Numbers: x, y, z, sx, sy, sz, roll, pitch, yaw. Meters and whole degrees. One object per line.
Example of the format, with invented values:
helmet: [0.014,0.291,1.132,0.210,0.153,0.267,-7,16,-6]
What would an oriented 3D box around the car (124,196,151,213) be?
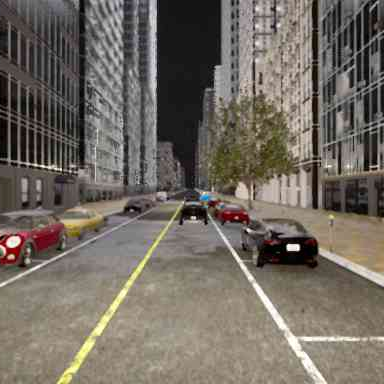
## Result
car: [-5.687,1.353,33.643,1.947,1.339,4.313,1,0,0]

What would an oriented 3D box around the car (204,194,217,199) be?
car: [2.693,1.294,39.295,1.887,1.381,4.507,1,0,0]

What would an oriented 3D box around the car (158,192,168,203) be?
car: [-5.688,1.064,56.343,1.967,1.590,4.097,1,0,0]

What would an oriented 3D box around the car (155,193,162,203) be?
car: [-5.688,1.259,44.995,2.008,1.369,4.403,1,0,0]

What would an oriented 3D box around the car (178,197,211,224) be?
car: [0.100,1.361,23.300,1.837,1.490,4.892,0,0,0]

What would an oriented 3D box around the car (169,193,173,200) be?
car: [-5.692,1.058,73.370,1.947,1.339,4.313,1,0,0]

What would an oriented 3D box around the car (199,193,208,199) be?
car: [2.688,1.013,79.016,1.947,1.339,4.313,1,0,0]

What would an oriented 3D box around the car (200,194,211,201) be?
car: [2.689,1.088,67.668,2.008,1.369,4.403,1,0,0]

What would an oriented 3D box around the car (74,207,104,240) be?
car: [-5.685,1.424,16.447,1.752,1.417,4.829,1,0,0]

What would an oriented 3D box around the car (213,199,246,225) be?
car: [2.695,1.407,22.274,1.887,1.381,4.507,1,0,0]

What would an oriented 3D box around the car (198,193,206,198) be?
car: [2.687,0.910,89.714,2.008,1.369,4.403,1,0,0]

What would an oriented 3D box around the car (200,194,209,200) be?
car: [2.688,1.074,73.343,1.802,1.307,4.206,1,0,0]

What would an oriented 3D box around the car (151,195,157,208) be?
car: [-5.687,1.293,39.317,1.887,1.381,4.507,1,0,0]

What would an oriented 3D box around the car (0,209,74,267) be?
car: [-5.683,1.374,10.940,1.967,1.590,4.097,1,0,0]

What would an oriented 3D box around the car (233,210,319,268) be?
car: [2.696,1.500,10.924,1.947,1.339,4.313,1,0,0]

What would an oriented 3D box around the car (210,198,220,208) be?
car: [2.694,1.408,27.947,1.802,1.307,4.206,1,0,0]

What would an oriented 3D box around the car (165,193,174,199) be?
car: [-5.693,0.945,84.720,1.887,1.381,4.507,1,0,0]

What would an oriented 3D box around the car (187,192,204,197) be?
car: [0.093,1.085,41.617,2.097,1.767,4.553,0,1,0]

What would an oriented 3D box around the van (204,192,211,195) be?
van: [2.693,0.922,61.992,1.690,1.788,3.998,1,0,0]
